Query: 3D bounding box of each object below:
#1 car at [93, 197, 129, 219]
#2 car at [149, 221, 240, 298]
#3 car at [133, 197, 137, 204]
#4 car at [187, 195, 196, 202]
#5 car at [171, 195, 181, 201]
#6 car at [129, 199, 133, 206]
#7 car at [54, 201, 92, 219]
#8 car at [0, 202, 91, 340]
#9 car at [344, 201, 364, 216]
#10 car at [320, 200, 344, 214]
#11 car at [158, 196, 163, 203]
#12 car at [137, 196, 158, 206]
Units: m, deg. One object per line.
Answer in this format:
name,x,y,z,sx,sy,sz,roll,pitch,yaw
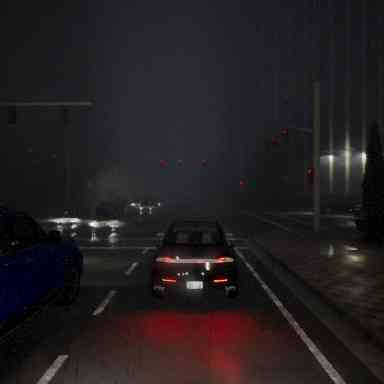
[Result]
car,-7.153,1.477,29.030,1.882,1.535,5.008,0,0,0
car,0.078,1.492,8.518,2.128,1.511,4.902,0,0,1
car,-10.638,1.601,66.228,1.895,1.301,4.718,0,0,0
car,-0.134,1.429,75.564,1.837,1.490,4.892,0,0,0
car,-3.635,1.339,76.097,1.812,1.442,4.674,0,0,0
car,-10.686,1.526,50.335,1.812,1.442,4.674,0,0,0
car,-10.654,1.564,30.127,1.994,1.385,4.181,0,0,0
car,-3.451,1.221,4.886,2.150,2.045,5.566,0,0,1
car,17.479,1.505,31.472,4.892,1.490,1.837,0,0,-1
car,15.231,1.564,34.946,4.181,1.385,1.994,0,0,-1
car,-7.129,1.564,68.033,1.994,1.385,4.181,0,0,0
car,-7.183,1.504,54.039,1.837,1.490,4.892,0,0,0
